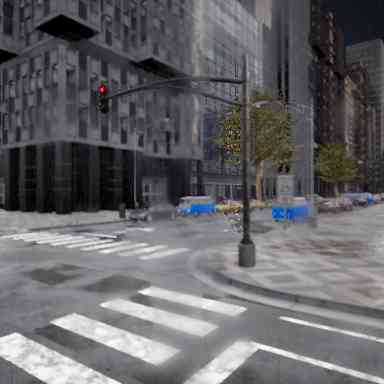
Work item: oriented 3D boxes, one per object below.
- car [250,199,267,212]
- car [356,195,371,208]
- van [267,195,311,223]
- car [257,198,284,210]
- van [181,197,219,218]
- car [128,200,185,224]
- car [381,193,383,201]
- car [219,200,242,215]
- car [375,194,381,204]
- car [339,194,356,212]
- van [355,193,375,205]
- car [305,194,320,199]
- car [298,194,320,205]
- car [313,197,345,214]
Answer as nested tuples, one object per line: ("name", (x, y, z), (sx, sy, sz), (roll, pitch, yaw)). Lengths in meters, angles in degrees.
("car", (6.900, 1.495, 38.640), (1.752, 1.417, 4.829), (0, 0, 36))
("car", (23.769, 1.454, 47.478), (1.887, 1.381, 4.507), (0, 0, 36))
("van", (7.352, 1.302, 24.679), (1.690, 1.788, 3.998), (0, 0, 36))
("car", (10.282, 1.510, 43.337), (2.008, 1.369, 4.403), (0, 0, 36))
("van", (0.433, 1.333, 29.660), (1.690, 1.788, 3.998), (0, 0, 36))
("car", (-2.850, 1.554, 25.100), (2.008, 1.369, 4.403), (0, 0, 36))
("car", (33.619, 1.433, 61.157), (2.008, 1.369, 4.403), (0, 0, 36))
("car", (3.617, 1.506, 34.081), (1.752, 1.417, 4.829), (0, 0, 36))
("car", (30.335, 1.441, 56.597), (2.008, 1.369, 4.403), (0, 0, 36))
("car", (17.202, 1.369, 38.359), (1.967, 1.590, 4.097), (0, 0, 36))
("van", (27.051, 1.241, 52.037), (1.690, 1.788, 3.998), (0, 0, 36))
("car", (18.537, 1.436, 50.076), (1.837, 1.490, 4.892), (0, 0, 36))
("car", (20.131, 1.245, 57.015), (2.192, 1.841, 5.009), (0, 0, 36))
("car", (13.919, 1.521, 33.799), (1.802, 1.307, 4.206), (0, 0, 36))
